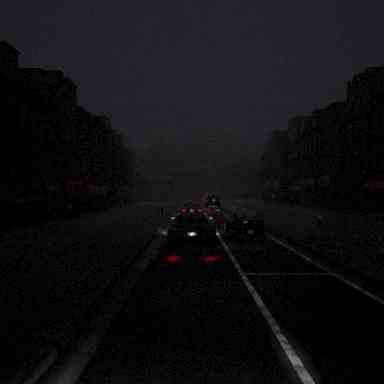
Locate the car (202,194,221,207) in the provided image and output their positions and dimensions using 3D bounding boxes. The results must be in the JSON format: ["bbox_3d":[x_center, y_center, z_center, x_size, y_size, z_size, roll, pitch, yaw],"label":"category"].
[{"bbox_3d":[2.982,1.258,47.977,2.150,2.045,5.566,0,0,0],"label":"car"}]

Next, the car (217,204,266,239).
[{"bbox_3d":[2.627,1.549,17.059,2.008,1.369,4.403,-1,0,0],"label":"car"}]

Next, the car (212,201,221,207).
[{"bbox_3d":[2.627,1.545,22.466,1.887,1.381,4.507,-1,0,0],"label":"car"}]

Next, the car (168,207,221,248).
[{"bbox_3d":[0.000,1.571,14.652,1.994,1.385,4.181,0,0,0],"label":"car"}]

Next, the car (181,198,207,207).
[{"bbox_3d":[0.000,1.570,29.654,2.033,1.411,5.357,0,0,0],"label":"car"}]

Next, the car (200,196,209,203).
[{"bbox_3d":[2.626,1.627,71.124,1.887,1.381,4.507,-1,0,0],"label":"car"}]
